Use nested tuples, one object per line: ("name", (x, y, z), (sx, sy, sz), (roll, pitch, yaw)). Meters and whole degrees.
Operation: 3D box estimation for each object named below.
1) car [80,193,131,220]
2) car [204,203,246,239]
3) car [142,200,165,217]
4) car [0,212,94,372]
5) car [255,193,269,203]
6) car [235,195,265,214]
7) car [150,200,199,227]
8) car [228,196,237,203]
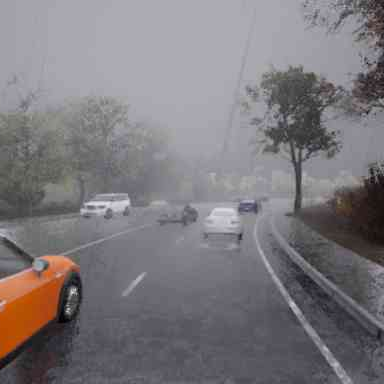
("car", (-7.027, 1.132, 27.797), (2.150, 2.045, 5.566), (0, 0, 14))
("car", (1.701, 1.502, 17.145), (1.812, 1.442, 4.674), (0, 0, 9))
("car", (-2.839, 1.453, 29.914), (1.812, 1.442, 4.674), (0, 0, 15))
("car", (-3.135, 1.333, 4.322), (2.097, 1.767, 4.553), (0, 0, 2))
("car", (13.724, 1.132, 66.914), (2.150, 2.045, 5.566), (0, 0, 30))
("car", (6.080, 1.443, 34.556), (1.882, 1.535, 5.008), (0, 0, 18))
("car", (-0.842, 1.501, 22.711), (2.033, 1.411, 5.357), (0, 0, 12))
("car", (8.551, 1.459, 65.061), (1.994, 1.385, 4.181), (0, 0, 30))
